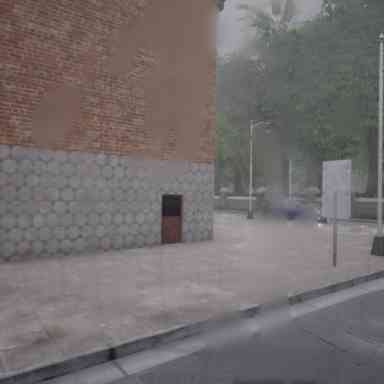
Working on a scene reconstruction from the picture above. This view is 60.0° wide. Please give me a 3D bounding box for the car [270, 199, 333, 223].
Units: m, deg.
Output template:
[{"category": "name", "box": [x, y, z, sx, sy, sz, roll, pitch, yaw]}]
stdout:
[{"category": "car", "box": [8.027, 1.343, 24.553, 2.097, 1.767, 4.553, 2, -1, -35]}]
